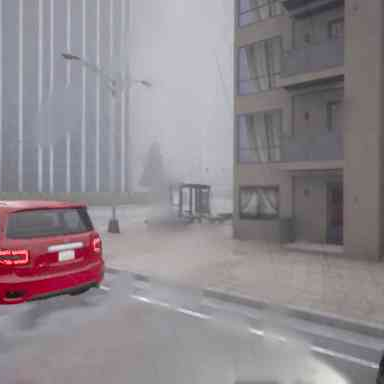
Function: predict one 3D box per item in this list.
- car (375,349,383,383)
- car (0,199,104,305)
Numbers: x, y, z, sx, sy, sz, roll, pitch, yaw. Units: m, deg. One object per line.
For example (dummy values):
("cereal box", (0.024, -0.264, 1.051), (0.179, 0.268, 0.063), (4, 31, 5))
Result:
("car", (3.297, 1.574, 1.843), (4.181, 1.385, 1.994), (0, 0, 34))
("car", (-4.306, 1.177, 7.363), (5.566, 2.045, 2.150), (0, 0, 37))
